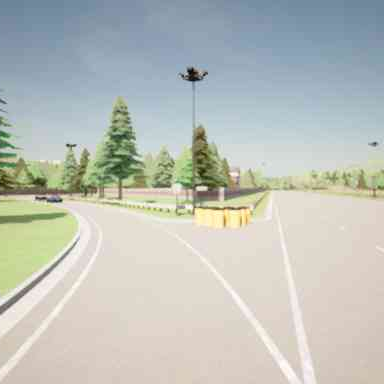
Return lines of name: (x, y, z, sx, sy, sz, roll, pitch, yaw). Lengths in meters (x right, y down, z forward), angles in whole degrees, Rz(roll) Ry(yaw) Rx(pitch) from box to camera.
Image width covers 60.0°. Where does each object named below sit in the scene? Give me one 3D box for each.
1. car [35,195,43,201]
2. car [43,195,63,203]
car: (-29.831, 1.150, 65.990, 1.895, 1.301, 4.718, -1, 1, -36)
car: (-23.954, 1.229, 57.931, 1.994, 1.385, 4.181, -1, 1, -36)
